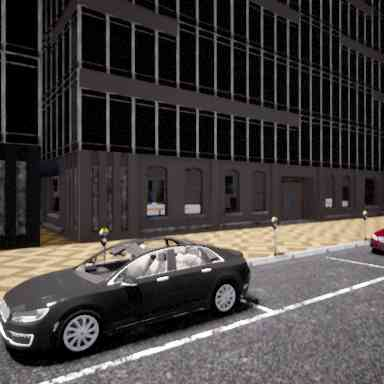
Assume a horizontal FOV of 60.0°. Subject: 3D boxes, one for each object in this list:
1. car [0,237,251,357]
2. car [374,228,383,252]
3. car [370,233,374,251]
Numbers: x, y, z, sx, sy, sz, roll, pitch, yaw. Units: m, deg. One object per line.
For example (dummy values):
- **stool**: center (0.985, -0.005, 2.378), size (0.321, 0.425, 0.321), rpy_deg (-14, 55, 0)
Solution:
- **car**: center (-0.879, 1.548, 5.926), size (4.403, 1.369, 2.008), rpy_deg (0, 0, -35)
- **car**: center (6.909, 1.482, 8.279), size (4.902, 1.511, 2.128), rpy_deg (0, 0, -35)
- **car**: center (8.403, 1.569, 12.518), size (4.206, 1.307, 1.802), rpy_deg (0, 0, -35)
